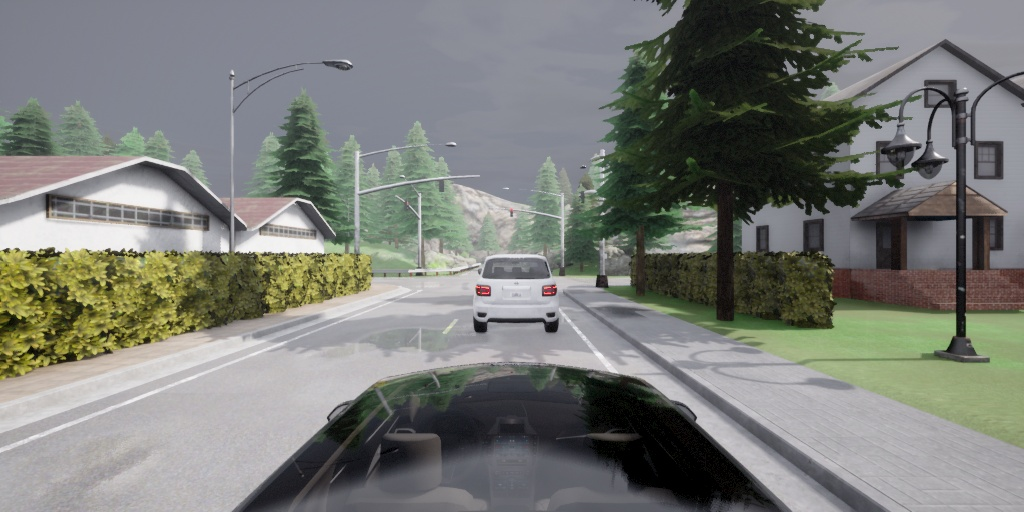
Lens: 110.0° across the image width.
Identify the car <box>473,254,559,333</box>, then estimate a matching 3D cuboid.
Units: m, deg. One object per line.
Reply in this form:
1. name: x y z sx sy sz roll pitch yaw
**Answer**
1. car: 0.106 0.971 10.912 2.150 2.045 5.566 0 0 0
